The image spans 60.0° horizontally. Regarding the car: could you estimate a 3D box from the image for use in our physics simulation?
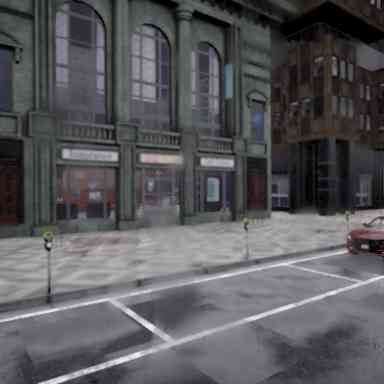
[{"bbox_3d":[7.318,1.481,11.864,4.507,1.381,1.887,0,0,-35],"label":"car"}]
